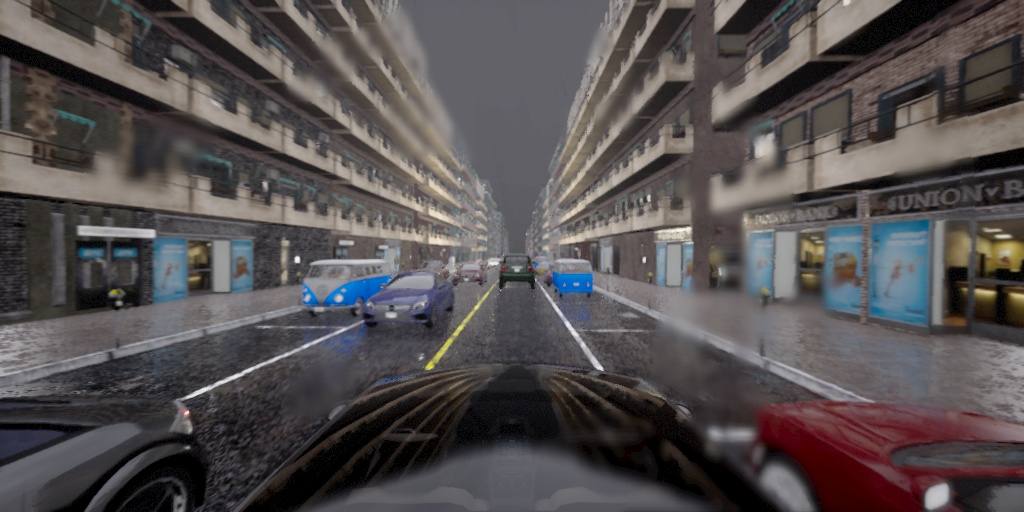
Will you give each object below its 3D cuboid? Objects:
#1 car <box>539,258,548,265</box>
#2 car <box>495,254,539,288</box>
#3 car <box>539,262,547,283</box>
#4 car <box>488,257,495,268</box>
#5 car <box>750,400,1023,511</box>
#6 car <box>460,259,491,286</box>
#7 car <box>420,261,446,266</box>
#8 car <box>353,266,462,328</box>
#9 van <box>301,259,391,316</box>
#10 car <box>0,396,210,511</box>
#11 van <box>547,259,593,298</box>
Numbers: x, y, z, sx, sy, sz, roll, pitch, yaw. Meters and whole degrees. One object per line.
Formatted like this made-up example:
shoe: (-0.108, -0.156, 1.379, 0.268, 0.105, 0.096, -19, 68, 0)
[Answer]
car: (3.217, 1.176, 35.213, 1.751, 1.417, 4.829, 0, 0, 1)
car: (0.331, 0.895, 23.069, 2.150, 2.045, 5.566, 0, 0, 1)
car: (3.023, 1.270, 23.675, 1.802, 1.307, 4.207, 0, 0, 1)
car: (-2.247, 1.115, 48.330, 1.812, 1.442, 4.674, 0, 0, 1)
car: (2.649, 1.317, 0.940, 1.888, 1.381, 4.507, 0, 0, 1)
car: (-2.735, 1.168, 24.216, 1.812, 1.442, 4.674, 0, 0, 1)
car: (-5.365, 1.063, 23.819, 1.967, 1.591, 4.097, 0, 0, 1)
car: (-2.972, 1.214, 11.308, 1.812, 1.442, 4.674, 0, 0, 1)
van: (-5.525, 1.005, 12.450, 1.690, 1.789, 3.998, 0, 0, 1)
car: (-3.155, 1.293, 0.775, 1.994, 1.385, 4.181, 0, 0, 1)
van: (2.930, 1.049, 17.991, 1.690, 1.789, 3.998, 0, 0, 1)
